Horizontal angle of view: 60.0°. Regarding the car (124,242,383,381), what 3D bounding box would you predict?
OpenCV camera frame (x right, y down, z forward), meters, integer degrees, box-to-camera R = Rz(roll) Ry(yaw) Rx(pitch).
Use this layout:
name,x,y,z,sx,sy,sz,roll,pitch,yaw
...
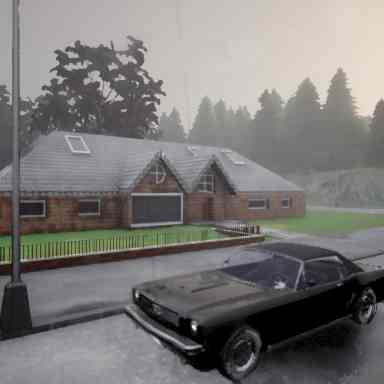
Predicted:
name,x,y,z,sx,sy,sz,roll,pitch,yaw
car,1.349,1.601,5.566,4.718,1.301,1.895,0,0,-35
